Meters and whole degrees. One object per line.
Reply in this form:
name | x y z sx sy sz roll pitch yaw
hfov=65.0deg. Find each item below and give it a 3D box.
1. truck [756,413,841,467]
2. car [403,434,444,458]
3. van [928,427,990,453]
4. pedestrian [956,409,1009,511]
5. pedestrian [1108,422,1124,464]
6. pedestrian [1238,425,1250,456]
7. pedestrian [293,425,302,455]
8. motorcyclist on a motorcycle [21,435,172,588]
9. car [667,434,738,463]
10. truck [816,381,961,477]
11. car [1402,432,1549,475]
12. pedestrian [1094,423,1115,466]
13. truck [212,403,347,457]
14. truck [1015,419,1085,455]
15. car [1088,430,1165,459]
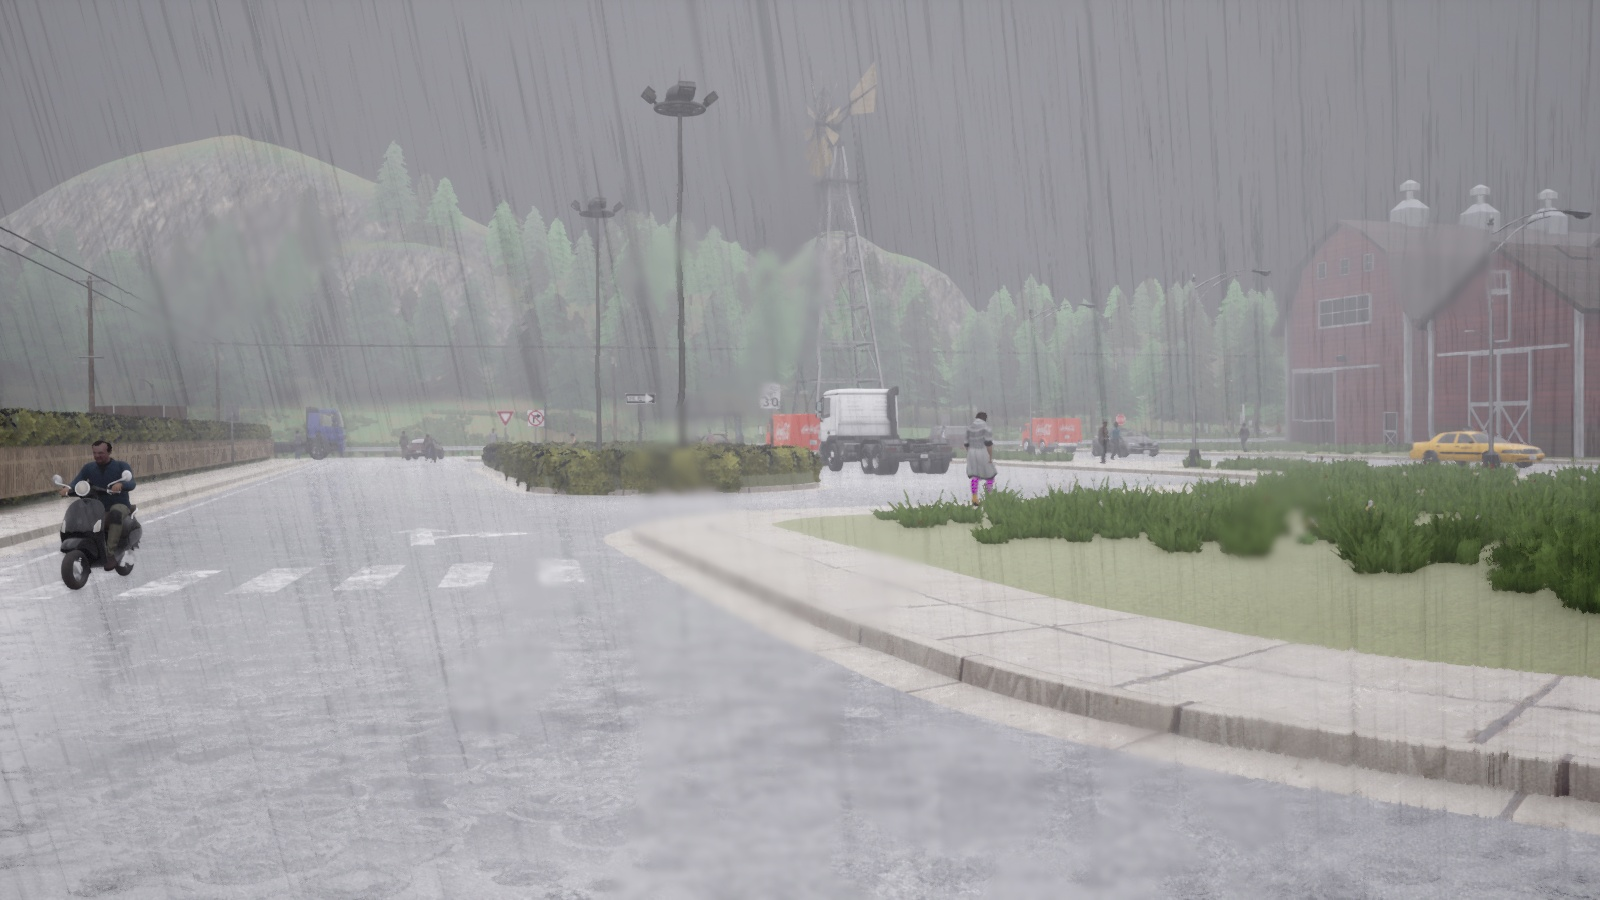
truck | -0.139 -0.489 60.137 2.627 2.467 5.204 0 1 -18
car | -23.941 -0.276 80.077 1.812 1.442 4.674 0 1 -8
van | 12.306 -0.794 97.221 4.442 1.987 1.775 0 1 -17
pedestrian | 3.580 0.177 24.614 0.659 1.952 0.873 1 1 43
pedestrian | 14.936 -0.332 59.355 0.396 1.930 0.692 0 1 -24
pedestrian | 27.044 -0.582 76.528 0.402 1.930 0.666 0 1 -9
pedestrian | -31.066 -0.612 77.625 0.354 1.836 0.706 -1 1 -32
motorcyclist on a motorcycle | -7.802 0.628 14.027 0.866 1.590 1.817 0 1 -8
car | -5.283 -0.105 67.964 3.633 1.501 1.845 1 1 41
truck | 3.290 -0.825 49.404 2.891 3.462 7.936 0 1 -18
car | 26.713 0.094 49.890 1.801 1.575 5.366 0 1 -18
pedestrian | 12.891 -0.232 53.211 0.328 1.805 0.869 -1 1 -33
truck | -34.246 -1.328 82.964 7.936 3.462 2.891 0 1 -17
truck | 17.667 -0.911 88.985 2.627 2.467 5.204 0 1 -18
car | 19.043 -0.350 73.455 2.242 1.667 4.611 0 1 -18
